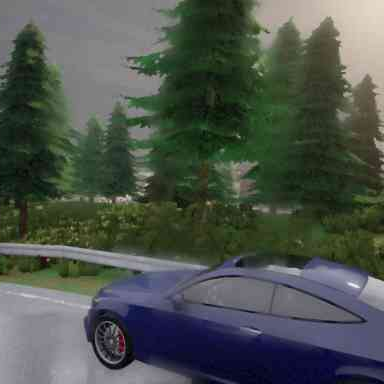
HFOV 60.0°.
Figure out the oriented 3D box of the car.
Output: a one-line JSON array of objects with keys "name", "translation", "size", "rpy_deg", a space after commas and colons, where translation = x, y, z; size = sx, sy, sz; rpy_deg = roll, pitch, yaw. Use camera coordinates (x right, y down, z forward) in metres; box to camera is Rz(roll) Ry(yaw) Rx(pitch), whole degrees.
[{"name": "car", "translation": [0.770, 1.499, 4.089], "size": [4.674, 1.442, 1.812], "rpy_deg": [1, 1, 31]}]
